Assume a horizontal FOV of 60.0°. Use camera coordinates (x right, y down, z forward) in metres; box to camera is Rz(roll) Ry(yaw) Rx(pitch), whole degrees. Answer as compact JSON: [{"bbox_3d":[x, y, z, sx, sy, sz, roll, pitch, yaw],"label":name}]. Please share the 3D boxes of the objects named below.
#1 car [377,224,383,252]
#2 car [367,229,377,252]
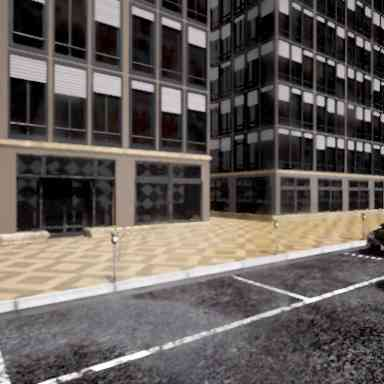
[{"bbox_3d":[6.687,1.505,8.154,4.674,1.442,1.812,0,0,-36],"label":"car"},{"bbox_3d":[8.349,1.537,12.515,4.313,1.339,1.947,0,0,-36],"label":"car"}]
